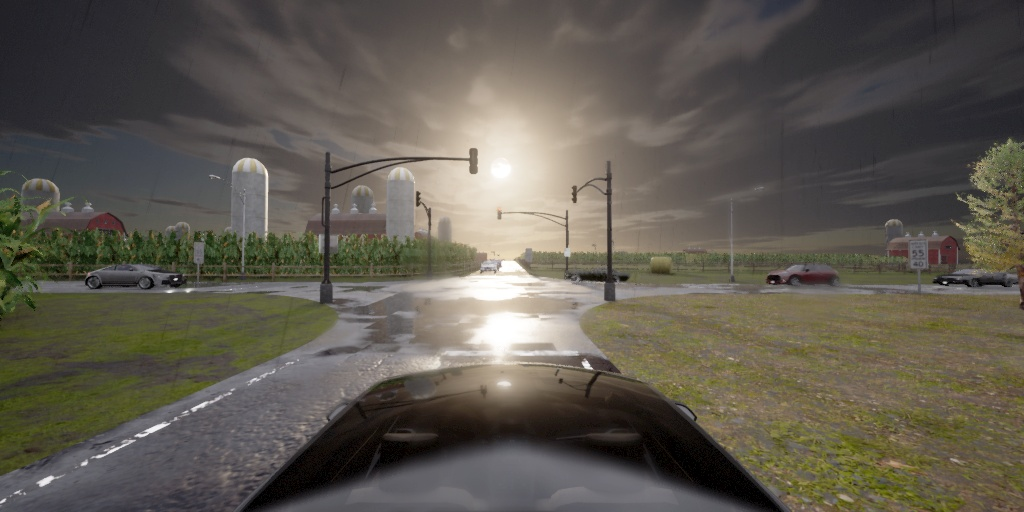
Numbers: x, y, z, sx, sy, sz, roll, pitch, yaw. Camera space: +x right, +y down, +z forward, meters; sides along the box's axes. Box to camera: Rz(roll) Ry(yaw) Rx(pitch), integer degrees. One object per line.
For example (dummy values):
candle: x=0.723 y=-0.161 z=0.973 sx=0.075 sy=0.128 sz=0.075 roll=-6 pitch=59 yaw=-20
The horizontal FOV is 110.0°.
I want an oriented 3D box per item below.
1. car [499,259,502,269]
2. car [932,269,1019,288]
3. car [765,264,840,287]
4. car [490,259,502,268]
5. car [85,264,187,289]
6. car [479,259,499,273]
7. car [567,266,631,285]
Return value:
car: x=-2.861 y=1.329 z=53.510 sx=1.812 sy=1.442 sz=4.674 roll=0 pitch=0 yaw=0
car: x=35.774 y=1.687 z=27.635 sx=5.357 sy=1.411 sz=2.033 roll=1 pitch=-1 yaw=-4
car: x=21.444 y=1.355 z=26.580 sx=4.553 sy=1.767 sz=2.097 roll=0 pitch=-1 yaw=-4
car: x=-2.869 y=1.303 z=65.079 sx=1.882 sy=1.535 sz=5.008 roll=0 pitch=0 yaw=0
car: x=-20.968 y=1.118 z=20.125 sx=4.181 sy=1.385 sz=1.994 roll=0 pitch=-1 yaw=-3
car: x=-2.807 y=1.314 z=43.480 sx=1.812 sy=1.442 sz=4.674 roll=0 pitch=0 yaw=-1
car: x=6.631 y=1.454 z=27.517 sx=4.718 sy=1.301 sz=1.895 roll=1 pitch=-2 yaw=22
